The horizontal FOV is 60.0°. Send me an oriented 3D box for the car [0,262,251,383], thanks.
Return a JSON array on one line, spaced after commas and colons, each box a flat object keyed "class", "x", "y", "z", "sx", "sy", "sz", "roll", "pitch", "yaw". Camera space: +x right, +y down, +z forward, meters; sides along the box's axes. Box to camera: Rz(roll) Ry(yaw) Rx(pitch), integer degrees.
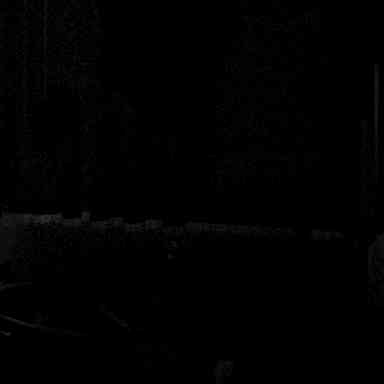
[{"class": "car", "x": -1.402, "y": 1.564, "z": 4.073, "sx": 4.313, "sy": 1.339, "sz": 1.947, "roll": 0, "pitch": 0, "yaw": 36}]
